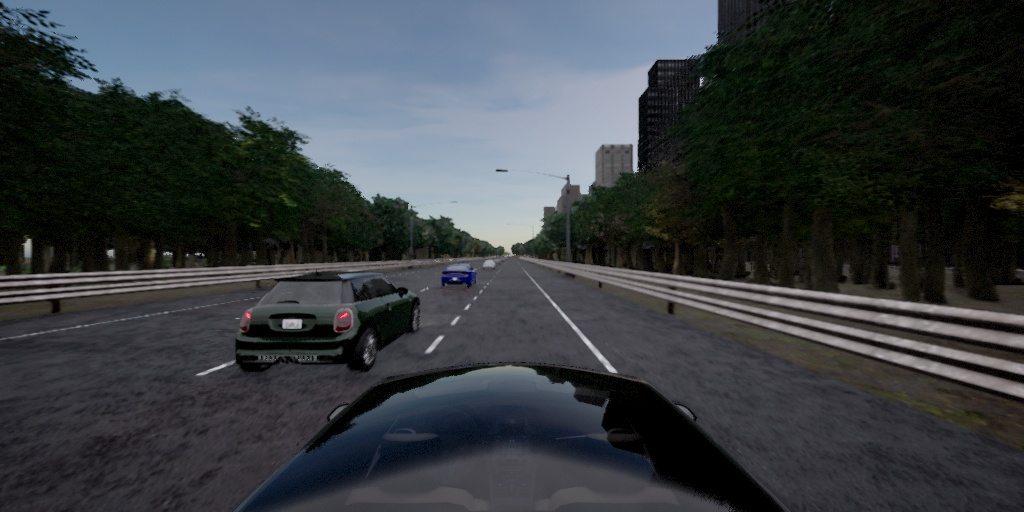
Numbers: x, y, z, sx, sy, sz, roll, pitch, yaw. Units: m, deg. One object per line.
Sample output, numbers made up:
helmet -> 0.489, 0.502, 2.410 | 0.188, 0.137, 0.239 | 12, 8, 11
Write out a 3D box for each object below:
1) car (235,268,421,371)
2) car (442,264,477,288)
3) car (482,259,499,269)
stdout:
car -> -3.498, 1.105, 7.835 | 2.097, 1.767, 4.553 | 0, 0, 0
car -> -3.494, 1.247, 24.387 | 1.882, 1.535, 5.008 | 0, 0, 0
car -> -3.485, 1.320, 55.504 | 1.812, 1.442, 4.674 | 0, 0, 0
